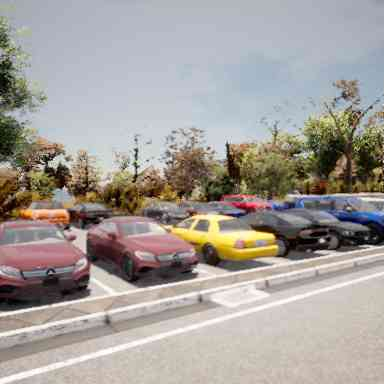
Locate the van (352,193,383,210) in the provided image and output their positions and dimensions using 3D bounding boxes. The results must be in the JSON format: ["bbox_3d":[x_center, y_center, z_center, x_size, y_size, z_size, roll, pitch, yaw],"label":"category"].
[{"bbox_3d":[23.332,1.191,42.951,1.878,1.987,4.442,-1,0,-35],"label":"van"}]

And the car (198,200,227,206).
[{"bbox_3d":[0.189,1.548,26.521,2.163,1.488,4.792,1,0,-35],"label":"car"}]

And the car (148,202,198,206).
[{"bbox_3d":[-2.040,1.498,25.000,2.231,1.521,4.892,1,0,-35],"label":"car"}]

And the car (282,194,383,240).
[{"bbox_3d":[7.559,1.270,16.330,2.435,2.045,5.566,1,0,-35],"label":"car"}]

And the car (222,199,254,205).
[{"bbox_3d":[2.499,1.570,28.144,2.163,1.488,4.792,1,0,-35],"label":"car"}]

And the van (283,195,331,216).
[{"bbox_3d":[11.911,1.331,34.644,1.878,1.987,4.442,-1,0,-35],"label":"van"}]

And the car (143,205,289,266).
[{"bbox_3d":[0.499,1.452,11.630,1.946,1.575,5.366,1,0,-35],"label":"car"}]

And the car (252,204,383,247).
[{"bbox_3d":[5.226,1.499,14.732,2.097,1.535,5.008,1,0,-35],"label":"car"}]

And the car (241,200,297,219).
[{"bbox_3d":[7.116,1.581,31.417,2.097,1.535,5.008,1,0,-35],"label":"car"}]

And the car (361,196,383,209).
[{"bbox_3d":[25.604,1.391,44.413,2.097,1.535,5.008,-1,0,-35],"label":"car"}]

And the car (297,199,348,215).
[{"bbox_3d":[14.139,1.558,36.393,2.163,1.488,4.792,-1,0,-35],"label":"car"}]

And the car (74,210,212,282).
[{"bbox_3d":[-1.709,1.473,9.855,2.002,1.452,4.674,1,0,-35],"label":"car"}]

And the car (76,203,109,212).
[{"bbox_3d":[-6.757,1.452,21.673,2.097,1.535,5.008,1,0,-35],"label":"car"}]

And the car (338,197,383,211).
[{"bbox_3d":[21.084,1.446,41.239,2.231,1.521,4.892,-1,0,-35],"label":"car"}]

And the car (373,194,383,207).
[{"bbox_3d":[27.898,1.237,46.056,2.185,1.767,4.553,-1,0,-35],"label":"car"}]

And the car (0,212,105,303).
[{"bbox_3d":[-4.020,1.451,8.231,2.002,1.452,4.674,1,0,-35],"label":"car"}]

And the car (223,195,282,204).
[{"bbox_3d":[4.811,1.311,29.770,2.435,2.045,5.566,1,0,-35],"label":"car"}]

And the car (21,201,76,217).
[{"bbox_3d":[-8.950,1.306,20.100,2.185,1.767,4.553,1,0,-35],"label":"car"}]

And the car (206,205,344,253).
[{"bbox_3d":[2.920,1.477,13.099,2.097,1.535,5.008,1,0,-35],"label":"car"}]

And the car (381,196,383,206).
[{"bbox_3d":[30.229,1.335,47.651,2.097,1.535,5.008,-1,0,-35],"label":"car"}]
